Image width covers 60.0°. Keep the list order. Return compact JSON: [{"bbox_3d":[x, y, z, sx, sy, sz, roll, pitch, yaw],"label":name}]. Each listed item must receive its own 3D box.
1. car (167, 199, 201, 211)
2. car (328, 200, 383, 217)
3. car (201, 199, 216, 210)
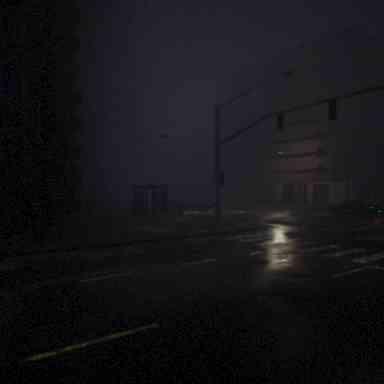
[{"bbox_3d":[-1.424,1.541,39.297,1.895,1.301,4.718,0,0,-36],"label":"car"},{"bbox_3d":[14.416,1.413,29.551,1.812,1.442,4.674,0,0,-30],"label":"car"},{"bbox_3d":[1.395,1.520,41.372,1.895,1.301,4.718,0,0,-36],"label":"car"}]
